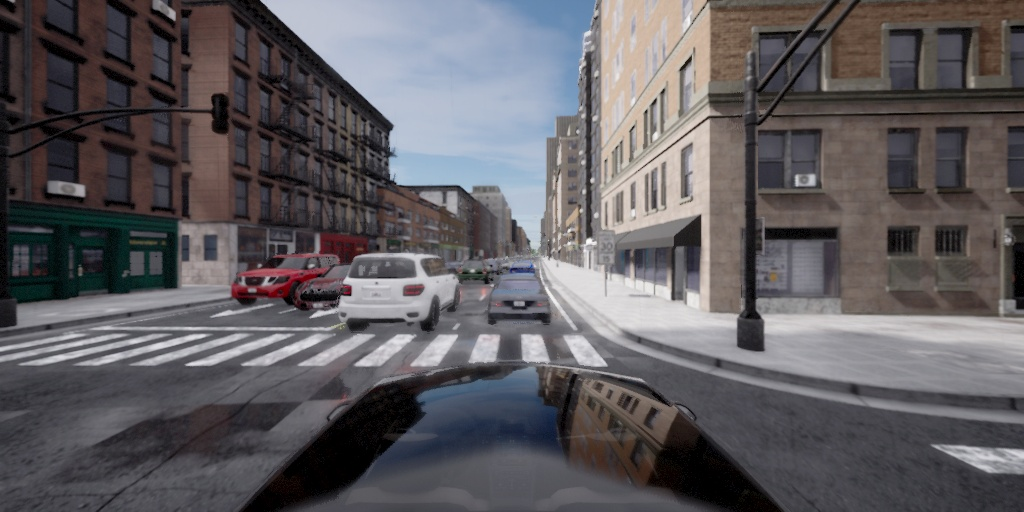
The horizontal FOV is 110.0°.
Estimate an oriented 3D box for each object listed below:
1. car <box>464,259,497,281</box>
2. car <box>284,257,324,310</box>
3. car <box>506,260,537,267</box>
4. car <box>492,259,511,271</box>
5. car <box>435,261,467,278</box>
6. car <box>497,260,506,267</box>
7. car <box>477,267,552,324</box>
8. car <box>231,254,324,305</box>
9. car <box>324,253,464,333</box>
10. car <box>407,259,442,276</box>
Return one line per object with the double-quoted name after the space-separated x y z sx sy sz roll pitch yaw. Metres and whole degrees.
-2.481 0.995 25.570 2.097 1.767 4.553 0 0 3 "car"
-6.384 1.050 14.162 2.097 1.767 4.553 0 0 2 "car"
0.816 1.113 26.914 1.882 1.535 5.008 0 0 3 "car"
-1.269 1.134 45.981 1.895 1.301 4.718 0 0 4 "car"
-5.499 1.168 32.881 1.994 1.385 4.181 0 0 3 "car"
-2.028 1.136 35.561 2.033 1.411 5.357 0 0 4 "car"
0.239 1.257 11.701 2.033 1.411 5.357 0 0 1 "car"
-9.578 0.911 16.013 2.150 2.045 5.566 0 0 0 "car"
-3.020 0.936 10.794 2.150 2.045 5.566 0 0 1 "car"
-8.557 1.067 35.670 1.882 1.535 5.008 0 0 5 "car"
